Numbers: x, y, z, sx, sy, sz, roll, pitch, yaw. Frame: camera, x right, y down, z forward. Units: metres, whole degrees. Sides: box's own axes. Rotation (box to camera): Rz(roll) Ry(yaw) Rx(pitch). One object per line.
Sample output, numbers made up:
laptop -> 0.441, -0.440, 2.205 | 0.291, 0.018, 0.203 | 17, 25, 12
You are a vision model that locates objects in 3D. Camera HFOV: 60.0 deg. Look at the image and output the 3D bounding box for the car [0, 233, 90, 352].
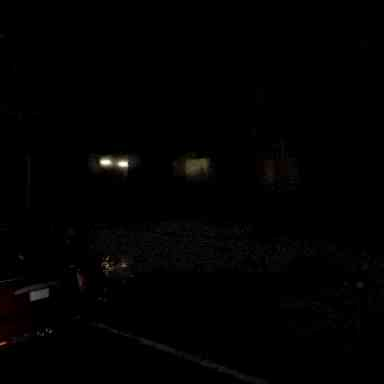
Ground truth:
car -> -3.669, 1.429, 5.697 | 4.097, 1.590, 1.967 | 0, 0, 35
